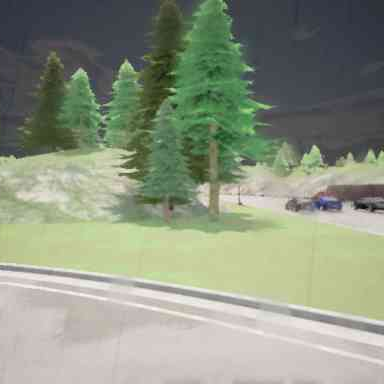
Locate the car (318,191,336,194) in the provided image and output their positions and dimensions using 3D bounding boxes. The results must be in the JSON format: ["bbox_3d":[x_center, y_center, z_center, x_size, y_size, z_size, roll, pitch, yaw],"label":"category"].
[{"bbox_3d":[20.605,0.881,51.779,2.150,2.045,5.566,0,0,-2],"label":"car"}]

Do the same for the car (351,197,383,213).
[{"bbox_3d":[17.890,1.270,33.307,2.128,1.511,4.902,0,0,-2],"label":"car"}]

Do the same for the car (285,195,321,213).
[{"bbox_3d":[10.871,1.305,33.605,1.812,1.442,4.674,0,0,-2],"label":"car"}]

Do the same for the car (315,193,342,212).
[{"bbox_3d":[14.279,1.241,35.818,1.882,1.535,5.008,0,0,-2],"label":"car"}]
